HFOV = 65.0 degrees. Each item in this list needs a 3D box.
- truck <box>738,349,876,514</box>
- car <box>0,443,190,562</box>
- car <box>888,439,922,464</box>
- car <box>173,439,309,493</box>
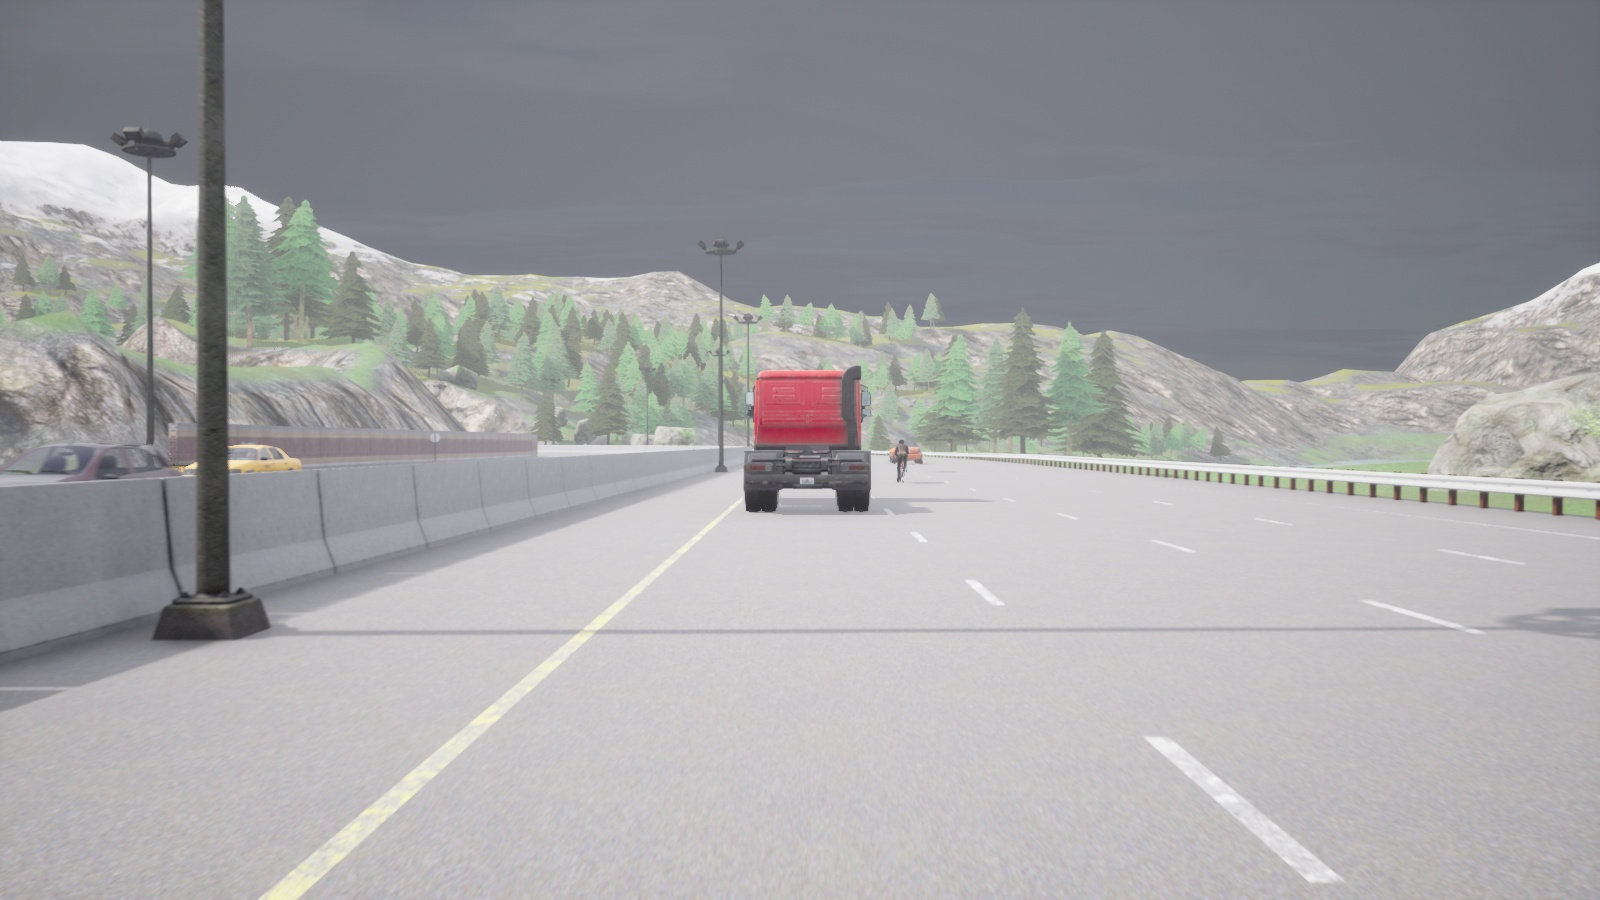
[{"bbox_3d":[0.183,-0.406,30.292,2.891,3.462,7.936,0,0,1],"label":"truck"},{"bbox_3d":[-10.383,0.652,17.648,1.845,1.501,3.633,0,0,0],"label":"car"},{"bbox_3d":[7.536,0.103,90.158,2.097,1.767,4.553,0,0,0],"label":"car"},{"bbox_3d":[-17.260,0.450,39.093,1.801,1.575,5.366,0,0,0],"label":"car"}]
